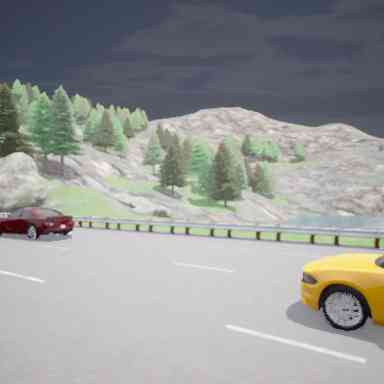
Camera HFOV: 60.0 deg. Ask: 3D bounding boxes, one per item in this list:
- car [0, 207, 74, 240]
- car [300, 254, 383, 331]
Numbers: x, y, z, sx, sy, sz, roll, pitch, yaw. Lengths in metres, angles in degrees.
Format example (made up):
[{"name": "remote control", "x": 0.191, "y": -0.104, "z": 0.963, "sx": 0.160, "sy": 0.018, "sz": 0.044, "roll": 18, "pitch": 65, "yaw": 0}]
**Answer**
[{"name": "car", "x": -8.424, "y": 1.548, "z": 17.476, "sx": 5.008, "sy": 1.535, "sz": 1.882, "roll": 0, "pitch": 0, "yaw": 31}, {"name": "car", "x": 4.266, "y": 1.458, "z": 5.144, "sx": 5.008, "sy": 1.535, "sz": 1.882, "roll": 0, "pitch": 0, "yaw": 35}]
